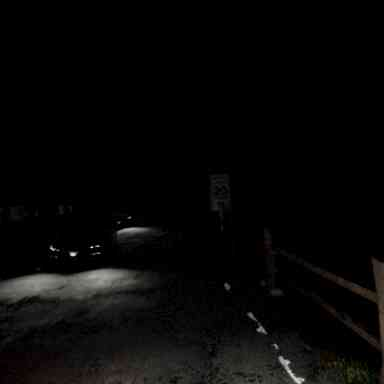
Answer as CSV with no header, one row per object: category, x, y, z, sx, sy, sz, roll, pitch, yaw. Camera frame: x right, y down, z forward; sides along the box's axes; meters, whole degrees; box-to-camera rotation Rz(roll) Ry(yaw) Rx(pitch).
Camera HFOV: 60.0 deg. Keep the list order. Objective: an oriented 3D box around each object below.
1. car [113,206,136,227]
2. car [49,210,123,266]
car,-5.326,1.854,25.508,1.812,1.442,4.674,-3,0,-6
car,-4.000,1.729,12.885,1.837,1.490,4.892,-3,0,-6
